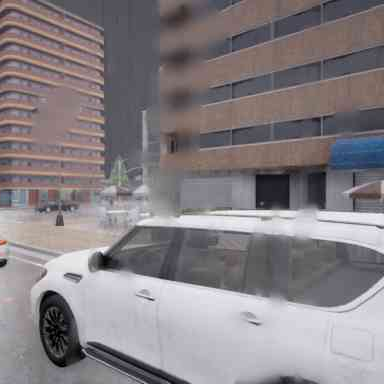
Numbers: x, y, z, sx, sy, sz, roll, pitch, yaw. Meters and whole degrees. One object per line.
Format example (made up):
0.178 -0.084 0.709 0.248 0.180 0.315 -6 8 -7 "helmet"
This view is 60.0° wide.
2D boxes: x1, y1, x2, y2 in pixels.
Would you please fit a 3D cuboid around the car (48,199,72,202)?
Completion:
-15.467 1.560 38.181 1.837 1.490 4.892 0 0 40 "car"

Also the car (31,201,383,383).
0.269 1.221 3.999 5.566 2.045 2.150 0 0 39 "car"

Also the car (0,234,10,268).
-7.210 1.526 10.162 4.674 1.442 1.812 0 0 40 "car"
